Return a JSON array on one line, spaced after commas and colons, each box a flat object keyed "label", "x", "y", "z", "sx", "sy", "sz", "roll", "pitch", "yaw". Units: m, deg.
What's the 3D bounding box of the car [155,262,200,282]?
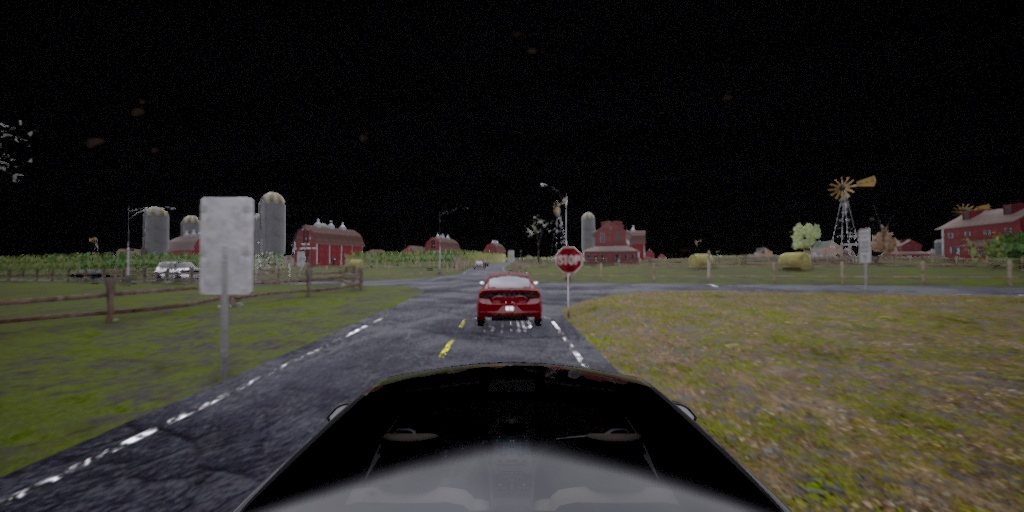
[{"label": "car", "x": -34.560, "y": 1.610, "z": 37.400, "sx": 5.566, "sy": 2.045, "sz": 2.150, "roll": -1, "pitch": -1, "yaw": 20}]

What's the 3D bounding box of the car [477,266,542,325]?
[{"label": "car", "x": -0.102, "y": 1.267, "z": 12.073, "sx": 1.882, "sy": 1.535, "sz": 5.008, "roll": 0, "pitch": 0, "yaw": -1}]

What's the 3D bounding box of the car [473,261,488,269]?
[{"label": "car", "x": -5.666, "y": 1.550, "z": 62.213, "sx": 1.812, "sy": 1.442, "sz": 4.674, "roll": 0, "pitch": 0, "yaw": -2}]
